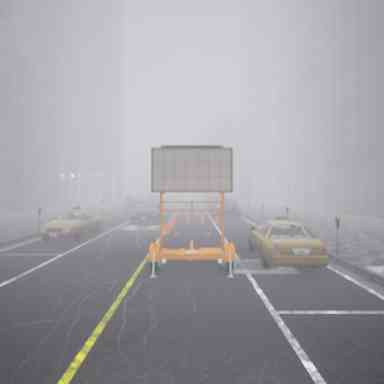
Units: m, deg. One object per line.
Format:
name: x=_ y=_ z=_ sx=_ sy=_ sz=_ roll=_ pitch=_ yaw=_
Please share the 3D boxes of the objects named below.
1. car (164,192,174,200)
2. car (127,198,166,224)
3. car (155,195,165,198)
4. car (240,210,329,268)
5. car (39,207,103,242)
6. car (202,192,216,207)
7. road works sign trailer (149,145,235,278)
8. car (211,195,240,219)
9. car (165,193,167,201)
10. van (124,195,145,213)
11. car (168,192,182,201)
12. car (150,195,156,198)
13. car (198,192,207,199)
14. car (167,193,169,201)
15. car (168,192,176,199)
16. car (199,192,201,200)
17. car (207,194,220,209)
car: x=-5.667 y=0.998 z=83.967 sx=2.192 sy=1.841 sz=5.009 roll=0 pitch=0 yaw=0
car: x=-3.100 y=1.399 z=23.524 sx=1.812 sy=1.442 sz=4.674 roll=0 pitch=0 yaw=0
car: x=-5.666 y=1.211 z=50.135 sx=1.967 sy=1.590 sz=4.097 roll=0 pitch=0 yaw=0
car: x=2.867 y=1.467 z=10.849 sx=1.752 sy=1.417 sz=4.829 roll=0 pitch=1 yaw=1
car: x=-5.667 y=1.439 z=16.095 sx=1.752 sy=1.417 sz=4.829 roll=0 pitch=1 yaw=1
car: x=2.859 y=1.104 z=44.482 sx=2.192 sy=1.841 sz=5.009 roll=0 pitch=0 yaw=0
road works sign trailer: x=0.000 y=0.411 z=9.953 sx=2.380 sy=3.560 sz=2.880 roll=0 pitch=0 yaw=0
car: x=2.859 y=1.295 z=27.565 sx=1.967 sy=1.590 sz=4.097 roll=0 pitch=0 yaw=0
car: x=-5.666 y=1.298 z=55.774 sx=1.887 sy=1.381 sz=4.507 roll=0 pitch=0 yaw=0
van: x=-5.665 y=1.171 z=33.218 sx=1.690 sy=1.788 sz=3.998 roll=0 pitch=0 yaw=0
car: x=-3.037 y=1.204 z=64.843 sx=1.882 sy=1.535 sz=5.008 roll=0 pitch=0 yaw=1
car: x=-5.666 y=1.373 z=38.858 sx=1.947 sy=1.339 sz=4.313 roll=0 pitch=0 yaw=0
car: x=2.859 y=0.993 z=89.598 sx=2.192 sy=1.841 sz=5.009 roll=0 pitch=0 yaw=0
car: x=-5.666 y=1.302 z=67.053 sx=1.802 sy=1.307 sz=4.206 roll=0 pitch=0 yaw=0
car: x=-5.667 y=0.987 z=95.246 sx=2.192 sy=1.841 sz=5.009 roll=0 pitch=0 yaw=0
car: x=2.860 y=1.177 z=61.401 sx=1.967 sy=1.590 sz=4.097 roll=0 pitch=0 yaw=0
car: x=2.860 y=1.270 z=33.203 sx=1.967 sy=1.590 sz=4.097 roll=0 pitch=0 yaw=0
